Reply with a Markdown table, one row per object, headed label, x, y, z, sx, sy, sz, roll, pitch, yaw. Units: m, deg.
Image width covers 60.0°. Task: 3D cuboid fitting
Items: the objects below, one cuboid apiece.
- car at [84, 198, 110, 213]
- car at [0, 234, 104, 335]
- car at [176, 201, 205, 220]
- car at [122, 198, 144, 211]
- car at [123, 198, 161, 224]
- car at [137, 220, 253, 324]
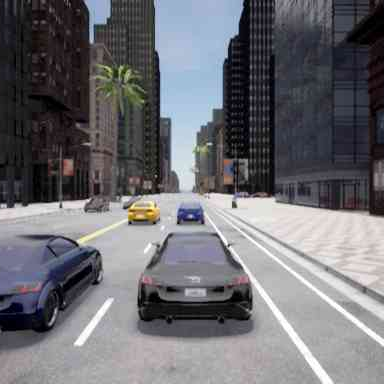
| label | x | y | z | sx | sy | sz | roll | pitch | yaw |
| --- | --- | --- | --- | --- | --- | --- | --- | --- | --- |
| car | -10.162 | 1.415 | 35.788 | 1.837 | 1.490 | 4.892 | 0 | 0 | 0 |
| car | -3.210 | 1.546 | 6.778 | 1.994 | 1.385 | 4.181 | 0 | 0 | 0 |
| car | -0.110 | 1.416 | 24.033 | 1.882 | 1.535 | 5.008 | 0 | 0 | -1 |
| car | -6.941 | 1.466 | 39.571 | 1.994 | 1.385 | 4.181 | 0 | 0 | 0 |
| car | -3.362 | 1.416 | 24.007 | 1.882 | 1.535 | 5.008 | 0 | 0 | 0 |
| car | 0.036 | 1.545 | 7.229 | 1.994 | 1.385 | 4.181 | 0 | 0 | 0 |
